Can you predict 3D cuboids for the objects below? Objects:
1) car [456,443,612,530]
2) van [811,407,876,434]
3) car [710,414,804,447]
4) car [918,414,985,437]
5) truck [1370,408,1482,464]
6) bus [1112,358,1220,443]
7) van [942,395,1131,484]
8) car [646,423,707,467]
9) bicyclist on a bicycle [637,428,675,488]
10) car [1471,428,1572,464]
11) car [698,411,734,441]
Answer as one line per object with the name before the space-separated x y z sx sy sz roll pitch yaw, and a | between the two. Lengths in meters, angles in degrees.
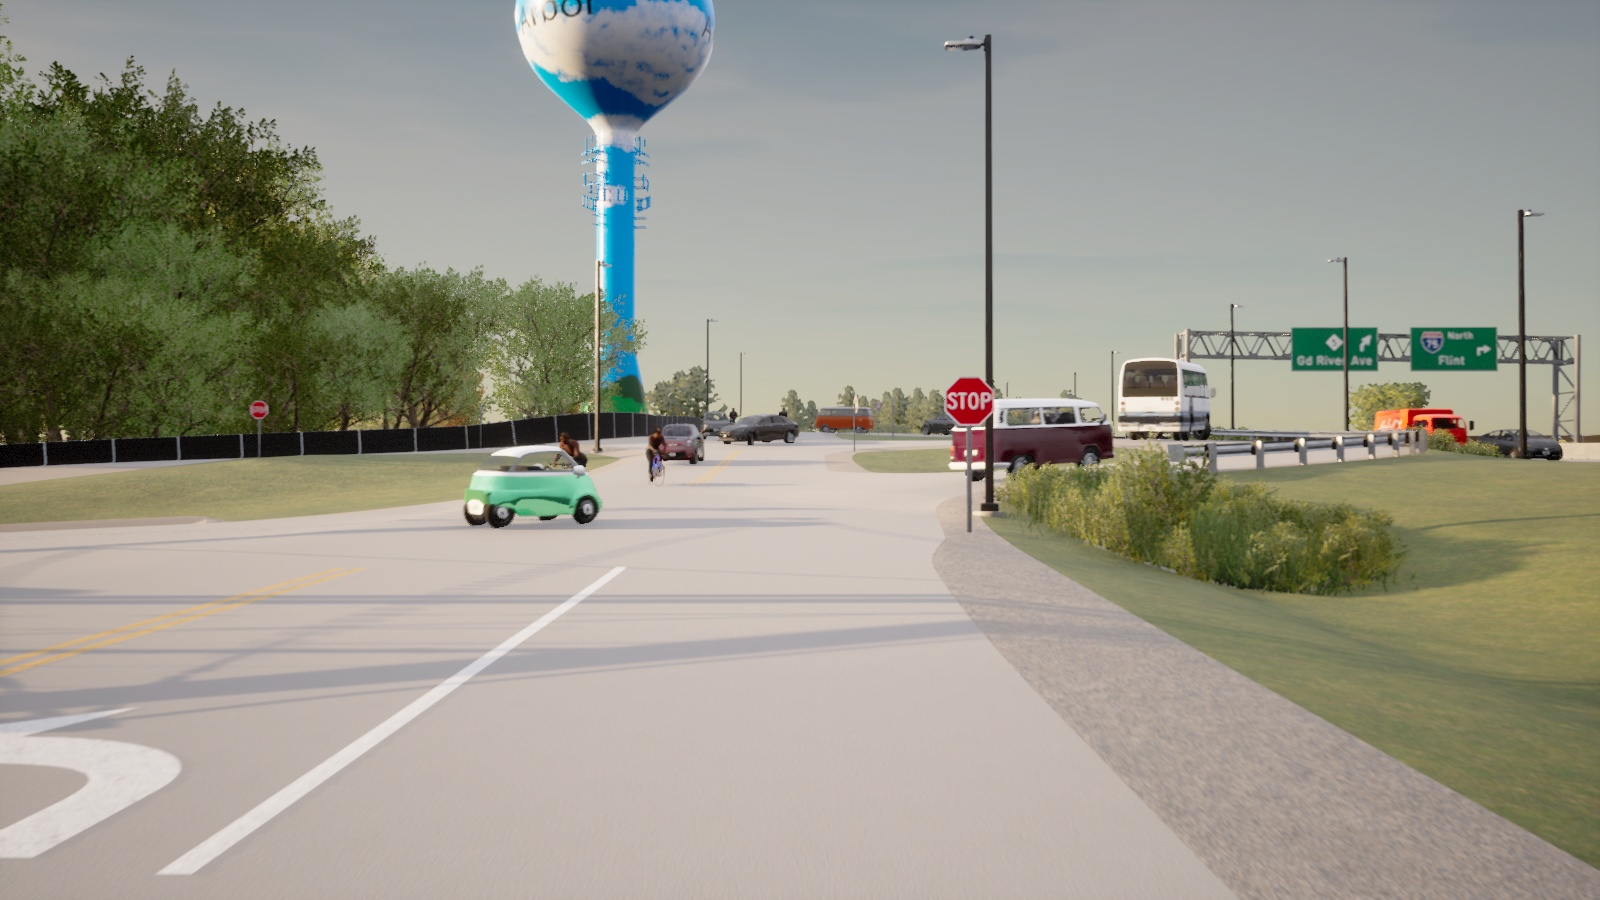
car | -4.602 0.596 21.801 2.207 1.376 1.481 -1 2 -44
van | 3.206 -2.190 92.832 4.442 1.987 1.775 1 1 19
car | -2.101 -1.013 62.692 1.837 1.490 4.892 1 3 40
car | 9.687 -1.575 80.691 1.994 1.385 4.181 0 1 -34
truck | 28.844 -0.624 58.088 2.627 2.467 5.204 0 0 1
bus | 20.001 -2.631 68.132 3.944 4.253 10.273 1 2 26
van | 5.995 -0.279 31.640 4.480 2.038 2.069 -3 1 -35
car | -4.611 -0.213 47.434 1.845 1.501 3.633 0 3 2
bicyclist on a bicycle | -4.008 0.210 34.928 0.582 1.620 1.656 1 2 -22
car | 32.314 -0.175 56.409 2.007 1.525 4.514 0 0 1
car | -4.663 -1.340 69.341 1.789 1.549 3.705 0 2 -6
